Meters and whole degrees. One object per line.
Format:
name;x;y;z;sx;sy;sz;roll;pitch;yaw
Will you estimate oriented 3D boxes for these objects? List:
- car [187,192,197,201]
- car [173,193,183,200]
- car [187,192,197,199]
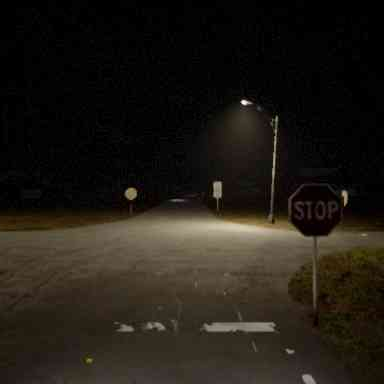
car;0.005;0.824;61.706;2.128;1.511;4.902;0;1;0
car;-2.744;0.817;66.304;2.033;1.411;5.357;0;1;0
car;0.006;0.635;72.143;2.033;1.411;5.357;0;1;0
